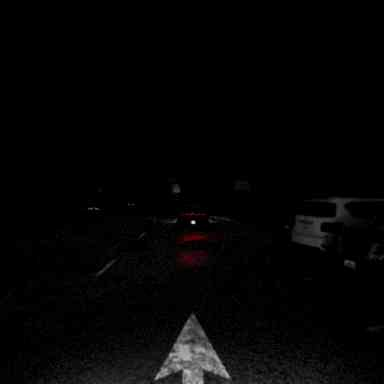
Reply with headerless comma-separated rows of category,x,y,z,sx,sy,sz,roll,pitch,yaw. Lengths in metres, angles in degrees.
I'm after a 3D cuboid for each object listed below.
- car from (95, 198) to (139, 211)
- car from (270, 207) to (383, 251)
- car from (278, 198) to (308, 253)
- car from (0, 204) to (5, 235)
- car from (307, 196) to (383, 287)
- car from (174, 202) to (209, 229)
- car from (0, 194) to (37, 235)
car,-8.510,1.410,37.561,5.357,1.411,2.033,0,-1,34
car,5.962,1.451,14.053,4.792,1.488,2.163,1,0,-20
car,5.968,1.184,11.028,5.566,2.045,2.435,1,0,-20
car,-10.986,1.449,14.163,4.792,1.488,2.163,-1,0,-20
car,5.927,1.198,7.967,5.566,2.045,2.435,1,1,-20
car,-0.035,1.408,20.750,1.837,1.490,4.892,0,0,-2
car,-11.028,1.155,17.079,5.566,2.045,2.435,-1,1,-20
